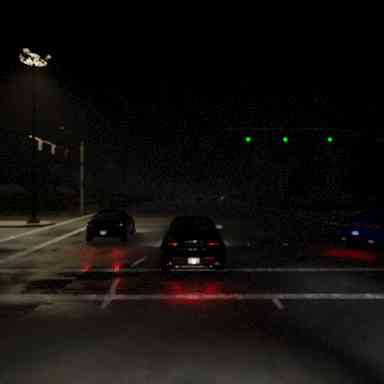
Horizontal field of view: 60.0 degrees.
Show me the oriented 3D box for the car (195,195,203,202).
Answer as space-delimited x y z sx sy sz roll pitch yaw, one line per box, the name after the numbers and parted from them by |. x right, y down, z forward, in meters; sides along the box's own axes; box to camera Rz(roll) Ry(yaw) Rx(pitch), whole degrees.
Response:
1.754 1.705 81.229 1.882 1.535 5.008 0 0 0 | car

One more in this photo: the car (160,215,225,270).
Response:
0.000 1.539 11.143 1.837 1.490 4.892 0 0 -1 | car

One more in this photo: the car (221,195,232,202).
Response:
8.760 1.777 82.791 2.033 1.411 5.357 0 0 0 | car

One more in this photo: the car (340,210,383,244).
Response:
8.690 1.521 14.763 5.008 1.535 1.882 0 -2 -32 | car

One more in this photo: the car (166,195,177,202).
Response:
-5.243 1.585 82.025 2.097 1.767 4.553 0 0 0 | car

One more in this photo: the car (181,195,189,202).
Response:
-1.744 1.781 81.658 1.994 1.385 4.181 0 0 0 | car

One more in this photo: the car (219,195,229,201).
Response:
8.793 1.618 91.709 2.097 1.767 4.553 0 0 0 | car

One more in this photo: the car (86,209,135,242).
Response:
-3.978 1.574 16.640 1.812 1.442 4.674 0 0 -4 | car

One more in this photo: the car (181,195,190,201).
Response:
-1.712 1.616 90.412 2.128 1.511 4.902 0 0 0 | car

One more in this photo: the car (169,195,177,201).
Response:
-5.212 1.644 90.425 1.994 1.385 4.181 0 0 0 | car

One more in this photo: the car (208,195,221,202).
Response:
5.254 1.705 81.216 1.882 1.535 5.008 0 0 0 | car

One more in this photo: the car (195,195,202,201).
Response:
1.788 1.569 90.399 1.882 1.535 5.008 0 0 0 | car
